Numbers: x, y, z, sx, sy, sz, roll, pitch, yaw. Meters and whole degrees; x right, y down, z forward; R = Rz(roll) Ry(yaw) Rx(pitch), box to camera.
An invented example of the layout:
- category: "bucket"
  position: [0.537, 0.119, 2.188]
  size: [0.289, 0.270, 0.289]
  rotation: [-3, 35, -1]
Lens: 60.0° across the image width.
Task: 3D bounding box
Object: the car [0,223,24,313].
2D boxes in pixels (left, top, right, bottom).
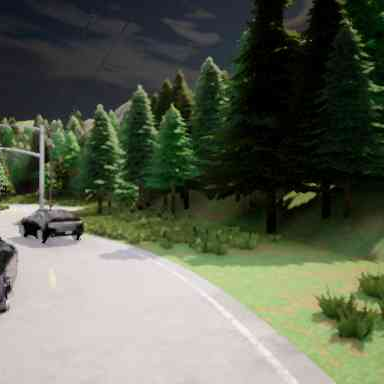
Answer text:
- category: "car"
  position: [-4.953, 1.625, 7.199]
  size: [1.994, 1.385, 4.181]
  rotation: [0, -1, -24]

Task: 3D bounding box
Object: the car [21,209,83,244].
- category: "car"
  position: [-7.182, 1.625, 16.779]
  size: [2.128, 1.511, 4.902]
  rotation: [0, -1, -42]
